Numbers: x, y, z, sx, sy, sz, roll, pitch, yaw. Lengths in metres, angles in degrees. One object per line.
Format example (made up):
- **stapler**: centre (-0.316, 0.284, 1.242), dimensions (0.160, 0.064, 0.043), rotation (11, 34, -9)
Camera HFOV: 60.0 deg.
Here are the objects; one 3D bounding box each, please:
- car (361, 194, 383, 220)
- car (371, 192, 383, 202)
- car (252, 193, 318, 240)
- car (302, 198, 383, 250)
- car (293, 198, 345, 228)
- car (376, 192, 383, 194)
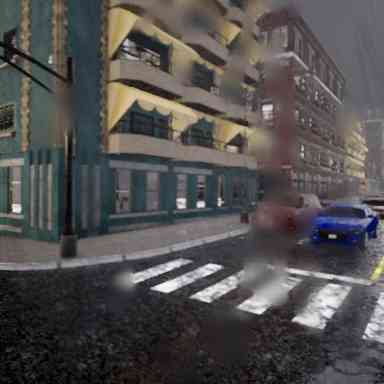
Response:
- **car**: centre (11.867, 1.119, 21.447), dimensions (1.812, 1.442, 4.674), rotation (1, 1, 35)
- **car**: centre (27.050, 0.689, 47.533), dimensions (1.947, 1.339, 4.313), rotation (2, 2, 35)
- **car**: centre (4.630, 1.006, 15.626), dimensions (2.192, 1.841, 5.009), rotation (2, 2, 35)
- **car**: centre (6.253, 1.213, 13.463), dimensions (1.882, 1.535, 5.008), rotation (1, 1, 35)
- **car**: centre (7.830, 1.154, 20.190), dimensions (1.887, 1.381, 4.507), rotation (2, 2, 35)
- **car**: centre (20.644, 0.851, 38.419), dimensions (1.947, 1.339, 4.313), rotation (2, 2, 35)
